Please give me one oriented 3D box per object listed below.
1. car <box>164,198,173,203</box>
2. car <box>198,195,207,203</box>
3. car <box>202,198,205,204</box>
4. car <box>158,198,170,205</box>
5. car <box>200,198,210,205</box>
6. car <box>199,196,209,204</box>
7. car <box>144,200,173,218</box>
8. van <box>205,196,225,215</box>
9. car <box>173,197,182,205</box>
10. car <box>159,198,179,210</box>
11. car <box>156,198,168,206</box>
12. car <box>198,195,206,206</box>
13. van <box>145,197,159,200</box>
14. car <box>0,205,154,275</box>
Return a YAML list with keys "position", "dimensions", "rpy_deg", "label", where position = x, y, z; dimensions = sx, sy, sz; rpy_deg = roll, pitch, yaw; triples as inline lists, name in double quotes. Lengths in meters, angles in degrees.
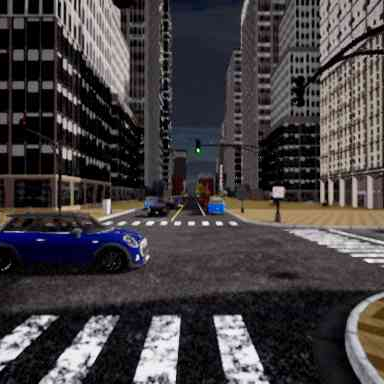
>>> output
- position: [-5.749, 2.029, 80.556]
  dimensions: [1.802, 1.307, 4.206]
  rpy_deg: [0, 0, 0]
  label: "car"
- position: [2.646, 1.790, 86.077]
  dimensions: [2.192, 1.841, 5.009]
  rpy_deg: [0, 0, 0]
  label: "car"
- position: [2.559, 1.778, 41.764]
  dimensions: [1.887, 1.381, 4.507]
  rpy_deg: [0, 0, 0]
  label: "car"
- position: [-5.777, 1.938, 69.477]
  dimensions: [2.008, 1.369, 4.403]
  rpy_deg: [0, 0, 0]
  label: "car"
- position: [2.603, 1.930, 69.457]
  dimensions: [1.887, 1.381, 4.507]
  rpy_deg: [0, 0, 0]
  label: "car"
- position: [2.618, 1.731, 74.998]
  dimensions: [2.192, 1.841, 5.009]
  rpy_deg: [0, 0, 0]
  label: "car"
- position: [-3.276, 1.748, 32.848]
  dimensions: [1.994, 1.385, 4.181]
  rpy_deg: [0, 0, 0]
  label: "car"
- position: [2.636, 1.543, 36.227]
  dimensions: [1.690, 1.788, 3.998]
  rpy_deg: [0, 0, 0]
  label: "van"
- position: [-3.096, 1.727, 67.544]
  dimensions: [2.097, 1.767, 4.553]
  rpy_deg: [0, 0, 0]
  label: "car"
- position: [-3.235, 1.865, 47.180]
  dimensions: [1.895, 1.301, 4.718]
  rpy_deg: [0, 0, 0]
  label: "car"
- position: [-5.791, 1.922, 63.938]
  dimensions: [1.947, 1.339, 4.313]
  rpy_deg: [0, 0, 0]
  label: "car"
- position: [2.591, 1.670, 63.919]
  dimensions: [2.192, 1.841, 5.009]
  rpy_deg: [0, 0, 0]
  label: "car"
- position: [-5.830, 1.606, 47.322]
  dimensions: [1.690, 1.788, 3.998]
  rpy_deg: [0, 0, 0]
  label: "van"
- position: [-3.631, 1.408, 10.179]
  dimensions: [4.553, 1.767, 2.097]
  rpy_deg: [0, -1, -1]
  label: "car"
